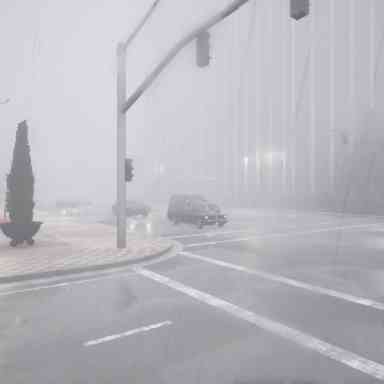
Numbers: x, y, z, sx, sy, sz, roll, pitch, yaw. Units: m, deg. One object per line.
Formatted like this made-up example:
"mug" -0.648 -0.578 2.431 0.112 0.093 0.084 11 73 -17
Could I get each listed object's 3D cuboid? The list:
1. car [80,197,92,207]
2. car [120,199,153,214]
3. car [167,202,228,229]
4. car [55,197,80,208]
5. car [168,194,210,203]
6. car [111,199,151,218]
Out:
"car" -17.502 1.547 52.788 2.033 1.411 5.357 0 0 -35
"car" -6.279 1.525 37.109 1.812 1.442 4.674 0 0 -36
"car" 0.271 1.601 21.959 1.895 1.301 4.718 0 0 -34
"car" -18.067 1.600 47.522 1.895 1.301 4.718 0 0 -35
"car" 0.025 1.221 28.372 2.150 2.045 5.566 0 0 -36
"car" -5.766 1.477 30.407 1.882 1.535 5.008 0 0 -36
